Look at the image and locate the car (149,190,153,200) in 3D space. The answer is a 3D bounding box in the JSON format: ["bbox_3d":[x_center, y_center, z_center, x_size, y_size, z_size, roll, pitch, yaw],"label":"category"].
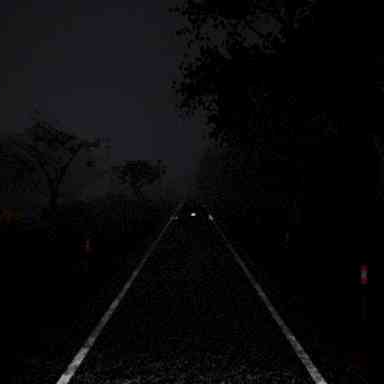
[{"bbox_3d":[-9.125,0.849,62.749,2.231,1.521,4.892,0,-1,-2],"label":"car"}]

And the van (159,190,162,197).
[{"bbox_3d":[-9.324,0.483,84.721,1.878,1.987,4.442,0,-1,-2],"label":"van"}]

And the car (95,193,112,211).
[{"bbox_3d":[-9.058,1.067,29.465,2.097,1.535,5.008,0,0,2],"label":"car"}]

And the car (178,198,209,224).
[{"bbox_3d":[0.082,1.345,22.381,1.994,1.385,4.181,0,1,0],"label":"car"}]

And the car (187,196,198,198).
[{"bbox_3d":[0.068,1.173,38.708,1.994,1.385,4.181,0,1,0],"label":"car"}]

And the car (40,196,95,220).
[{"bbox_3d":[-9.046,1.120,23.917,2.097,1.535,5.008,0,0,2],"label":"car"}]

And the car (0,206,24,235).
[{"bbox_3d":[-9.033,1.194,13.665,1.946,1.575,5.366,0,0,2],"label":"car"}]

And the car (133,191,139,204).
[{"bbox_3d":[-9.091,1.013,46.094,2.002,1.452,4.674,0,0,0],"label":"car"}]

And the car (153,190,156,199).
[{"bbox_3d":[-9.135,0.844,68.260,2.163,1.488,4.792,0,-1,-2],"label":"car"}]

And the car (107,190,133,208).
[{"bbox_3d":[-9.077,0.779,39.347,2.435,2.045,5.566,0,0,1],"label":"car"}]

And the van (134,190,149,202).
[{"bbox_3d":[-9.119,0.680,57.063,1.878,1.987,4.442,0,1,2],"label":"van"}]

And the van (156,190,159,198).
[{"bbox_3d":[-9.151,0.548,74.771,1.878,1.987,4.442,0,-1,-3],"label":"van"}]
